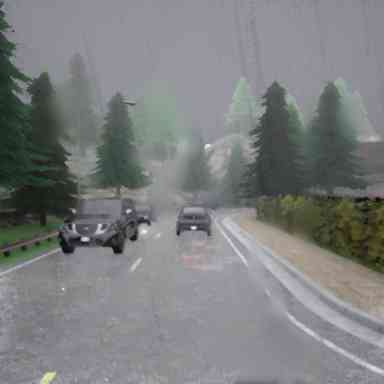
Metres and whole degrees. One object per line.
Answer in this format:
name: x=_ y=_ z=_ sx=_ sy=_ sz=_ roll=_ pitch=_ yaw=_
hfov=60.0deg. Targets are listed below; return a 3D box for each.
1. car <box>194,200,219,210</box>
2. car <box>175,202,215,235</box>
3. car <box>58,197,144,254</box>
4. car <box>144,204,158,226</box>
car: x=1.208 y=1.626 z=39.649 sx=2.033 sy=1.411 sz=5.357 roll=0 pitch=0 yaw=36
car: x=0.113 y=1.545 z=19.055 sx=1.837 sy=1.490 sz=4.892 roll=0 pitch=0 yaw=1
car: x=-3.604 y=1.248 z=13.996 sx=2.150 sy=2.045 sz=5.566 roll=0 pitch=0 yaw=0
car: x=-3.614 y=1.592 z=24.350 sx=2.033 sy=1.411 sz=5.357 roll=0 pitch=0 yaw=2
